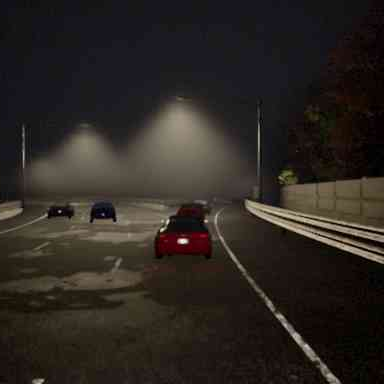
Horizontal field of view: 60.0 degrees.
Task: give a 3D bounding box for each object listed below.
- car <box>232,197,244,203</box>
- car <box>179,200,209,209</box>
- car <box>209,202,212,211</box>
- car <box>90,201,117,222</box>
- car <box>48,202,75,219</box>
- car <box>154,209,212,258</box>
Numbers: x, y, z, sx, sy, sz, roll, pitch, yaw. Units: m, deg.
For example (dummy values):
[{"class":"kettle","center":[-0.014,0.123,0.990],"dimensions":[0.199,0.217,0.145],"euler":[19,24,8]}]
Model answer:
[{"class":"car","center":[10.875,2.093,81.369],"dimensions":[1.882,1.535,5.008],"euler":[0,-3,14]},{"class":"car","center":[0.029,1.458,23.713],"dimensions":[1.882,1.535,5.008],"euler":[0,0,3]},{"class":"car","center":[1.053,1.514,34.395],"dimensions":[2.033,1.411,5.357],"euler":[0,0,7]},{"class":"car","center":[-7.043,1.488,26.468],"dimensions":[1.882,1.535,5.008],"euler":[0,0,-14]},{"class":"car","center":[-11.562,1.592,29.578],"dimensions":[1.994,1.385,4.181],"euler":[0,0,-17]},{"class":"car","center":[-0.297,1.555,12.708],"dimensions":[1.994,1.385,4.181],"euler":[0,0,0]}]
